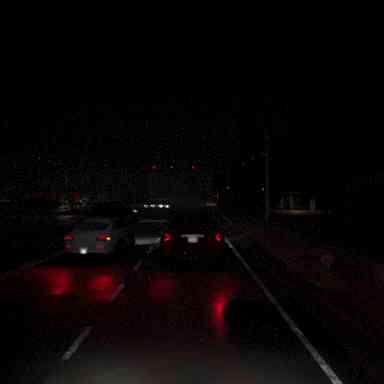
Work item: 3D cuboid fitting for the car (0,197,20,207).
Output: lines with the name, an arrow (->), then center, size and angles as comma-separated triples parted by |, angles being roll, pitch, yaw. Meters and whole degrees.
car -> -42.449, 2.045, 76.951 | 4.605, 1.855, 1.932 | 0, -1, 0

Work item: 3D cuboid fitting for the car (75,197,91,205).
car -> -24.929, 2.047, 76.959 | 3.866, 1.878, 1.905 | 0, -1, 0

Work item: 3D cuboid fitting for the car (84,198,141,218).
car -> -6.911, 1.645, 29.972 | 4.553, 1.767, 2.097 | 0, -1, -1

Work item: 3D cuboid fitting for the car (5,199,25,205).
car -> -42.382, 2.289, 79.845 | 3.905, 1.438, 1.784 | 0, -1, 0

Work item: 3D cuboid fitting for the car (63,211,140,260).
car -> -3.450, 1.677, 12.963 | 1.812, 1.442, 4.674 | 0, 0, 1

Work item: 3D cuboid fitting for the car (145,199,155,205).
car -> -10.011, 2.402, 80.122 | 1.882, 1.535, 5.008 | 0, -1, 2

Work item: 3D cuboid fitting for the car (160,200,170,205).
car -> -6.513, 2.518, 79.998 | 1.895, 1.301, 4.718 | 0, -1, 2

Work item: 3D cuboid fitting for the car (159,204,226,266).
car -> 0.043, 1.494, 12.213 | 2.097, 1.767, 4.553 | 0, -1, 1

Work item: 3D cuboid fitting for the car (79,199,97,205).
car -> -24.915, 2.319, 79.851 | 3.806, 1.475, 1.970 | 0, -1, 0

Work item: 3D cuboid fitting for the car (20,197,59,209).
car -> -24.963, 1.785, 54.442 | 4.605, 1.855, 1.932 | 0, -1, 0
